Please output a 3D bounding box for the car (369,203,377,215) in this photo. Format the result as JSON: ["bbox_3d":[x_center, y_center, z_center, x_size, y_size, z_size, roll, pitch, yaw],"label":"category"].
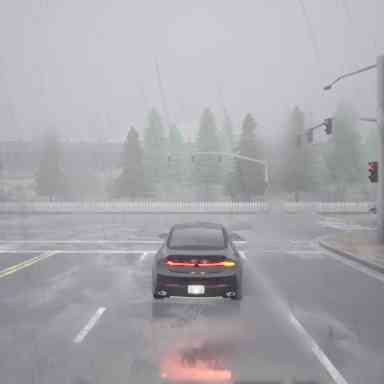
[{"bbox_3d":[18.916,1.296,30.761,4.553,1.767,2.097,0,0,1],"label":"car"}]

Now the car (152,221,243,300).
[{"bbox_3d":[0.172,1.505,8.401,1.837,1.490,4.892,0,0,2],"label":"car"}]
